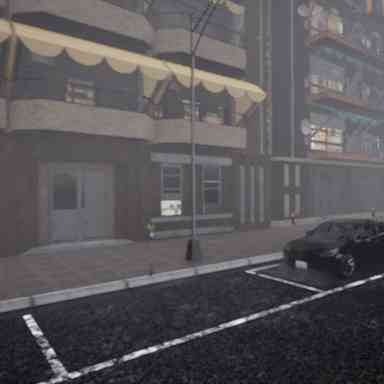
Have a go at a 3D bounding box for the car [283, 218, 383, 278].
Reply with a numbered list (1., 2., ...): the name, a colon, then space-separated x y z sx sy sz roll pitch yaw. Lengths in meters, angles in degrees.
1. car: 4.596 1.484 9.866 4.313 1.339 1.947 -1 0 -36
